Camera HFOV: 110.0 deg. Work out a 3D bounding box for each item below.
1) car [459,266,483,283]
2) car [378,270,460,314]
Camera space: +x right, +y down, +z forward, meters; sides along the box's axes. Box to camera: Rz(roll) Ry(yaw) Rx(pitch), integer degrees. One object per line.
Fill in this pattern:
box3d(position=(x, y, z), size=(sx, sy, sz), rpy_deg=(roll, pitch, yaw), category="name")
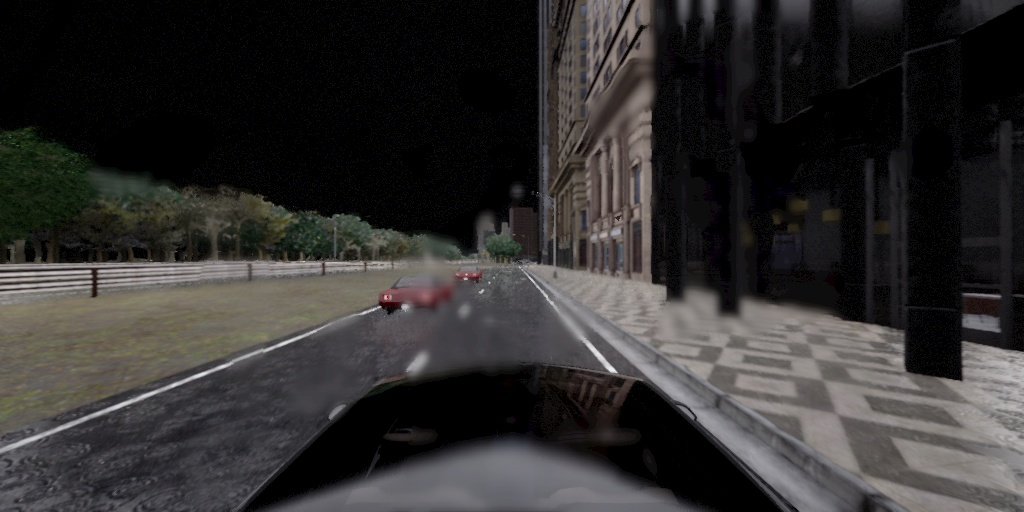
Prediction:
box3d(position=(-3.404, 1.454, 29.143), size=(1.895, 1.301, 4.718), rpy_deg=(0, 0, 0), category="car")
box3d(position=(-3.403, 1.385, 13.855), size=(1.895, 1.301, 4.718), rpy_deg=(0, 0, 0), category="car")
